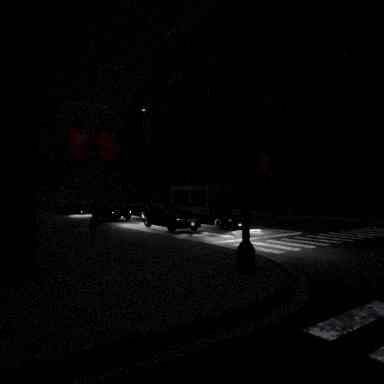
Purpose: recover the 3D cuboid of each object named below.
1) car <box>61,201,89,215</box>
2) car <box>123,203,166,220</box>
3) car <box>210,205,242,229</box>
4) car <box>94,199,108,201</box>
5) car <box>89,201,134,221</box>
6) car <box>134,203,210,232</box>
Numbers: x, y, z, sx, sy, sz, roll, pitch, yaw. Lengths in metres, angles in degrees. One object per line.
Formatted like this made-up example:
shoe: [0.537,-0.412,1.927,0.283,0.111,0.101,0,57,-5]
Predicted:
car: [-13.012,1.681,36.848,2.033,1.411,5.357,0,0,-35]
car: [-4.440,1.701,30.470,1.895,1.301,4.718,0,0,-36]
car: [1.454,1.609,22.338,2.033,1.411,5.357,0,0,-33]
car: [-10.511,1.632,38.937,2.128,1.511,4.902,0,0,-36]
car: [-6.833,1.693,28.236,1.895,1.301,4.718,0,0,-36]
car: [-1.387,1.548,20.661,2.128,1.511,4.902,0,0,-36]
